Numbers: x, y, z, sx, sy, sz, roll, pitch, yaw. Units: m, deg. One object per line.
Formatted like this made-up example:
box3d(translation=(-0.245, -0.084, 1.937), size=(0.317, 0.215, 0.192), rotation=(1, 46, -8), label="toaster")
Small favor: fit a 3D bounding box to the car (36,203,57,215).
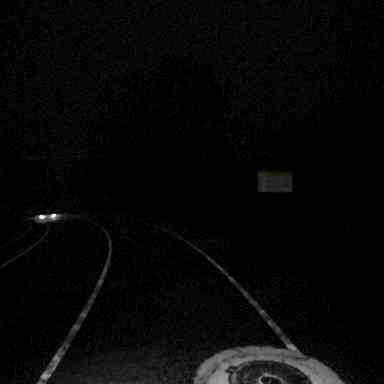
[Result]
box3d(translation=(-17.953, 2.074, 40.909), size=(1.994, 1.385, 4.181), rotation=(-3, 1, -30), label="car")
